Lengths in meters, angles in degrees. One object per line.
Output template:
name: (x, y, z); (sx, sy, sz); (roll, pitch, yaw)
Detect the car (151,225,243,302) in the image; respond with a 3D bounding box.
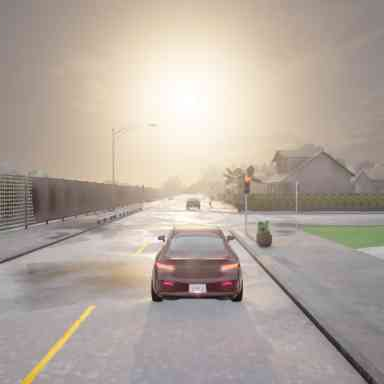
car: (0.104, 1.526, 8.132); (1.812, 1.442, 4.674); (0, 0, 0)

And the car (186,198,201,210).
car: (0.163, 1.505, 44.119); (1.837, 1.490, 4.892); (0, 0, 0)
